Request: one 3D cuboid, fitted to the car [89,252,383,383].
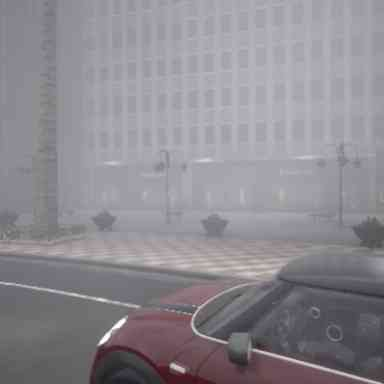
[{"bbox_3d":[1.234,1.333,2.771,4.553,1.767,2.097,0,0,35],"label":"car"}]
